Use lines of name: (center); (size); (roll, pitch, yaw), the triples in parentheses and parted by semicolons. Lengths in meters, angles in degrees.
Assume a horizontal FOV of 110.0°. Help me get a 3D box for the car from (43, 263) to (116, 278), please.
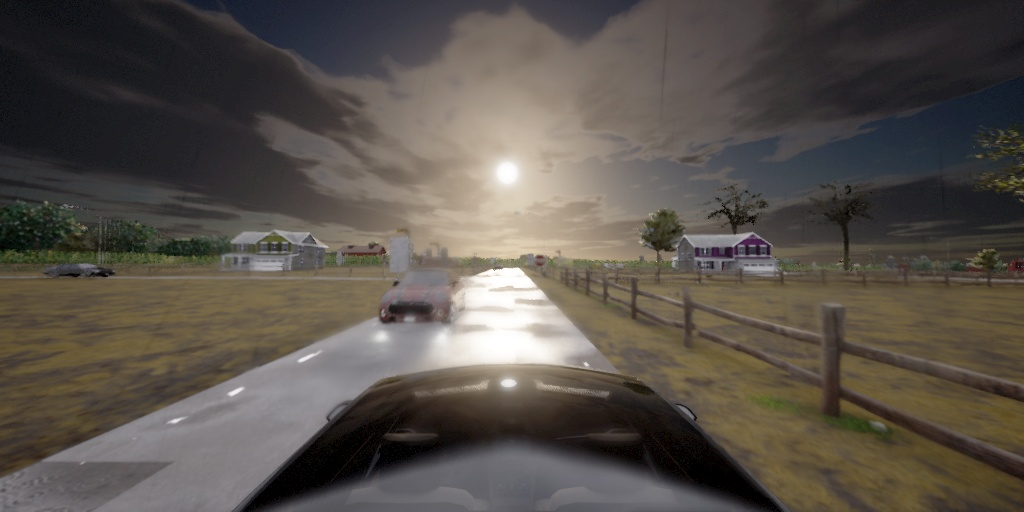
car: (-42.078, 1.411, 34.929); (5.357, 1.411, 2.033); (0, -2, 0)

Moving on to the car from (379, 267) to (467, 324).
car: (-2.840, 1.202, 12.283); (2.097, 1.767, 4.553); (0, -1, 0)
